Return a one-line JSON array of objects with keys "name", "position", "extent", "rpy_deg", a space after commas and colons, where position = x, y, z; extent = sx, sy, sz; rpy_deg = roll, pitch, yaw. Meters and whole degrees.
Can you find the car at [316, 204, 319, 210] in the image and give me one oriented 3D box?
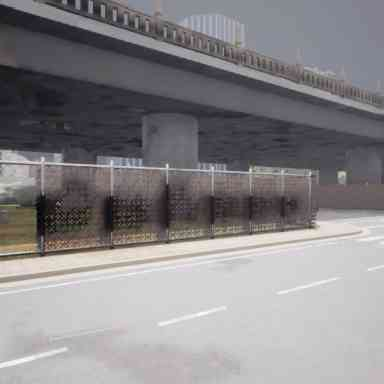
[{"name": "car", "position": [11.492, 1.547, 37.468], "extent": [2.033, 1.411, 5.357], "rpy_deg": [0, 0, -36]}]
